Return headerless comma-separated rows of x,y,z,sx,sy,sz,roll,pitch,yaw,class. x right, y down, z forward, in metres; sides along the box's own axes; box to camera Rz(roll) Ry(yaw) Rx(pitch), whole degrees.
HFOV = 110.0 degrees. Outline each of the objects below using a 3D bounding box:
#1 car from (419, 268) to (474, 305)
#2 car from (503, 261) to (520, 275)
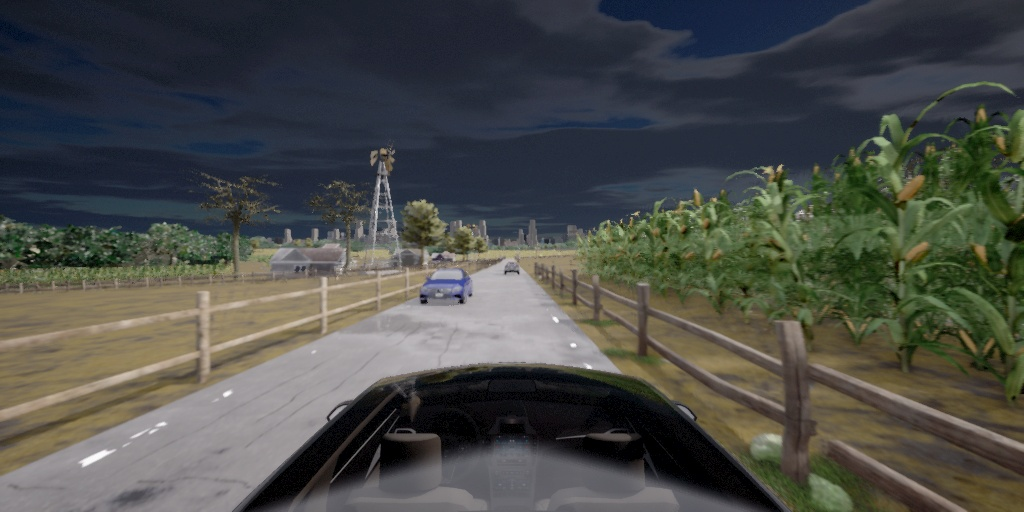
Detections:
-2.829,1.284,16.343,1.812,1.442,4.674,0,0,0,car
-0.015,1.419,41.563,2.033,1.411,5.357,0,0,0,car
